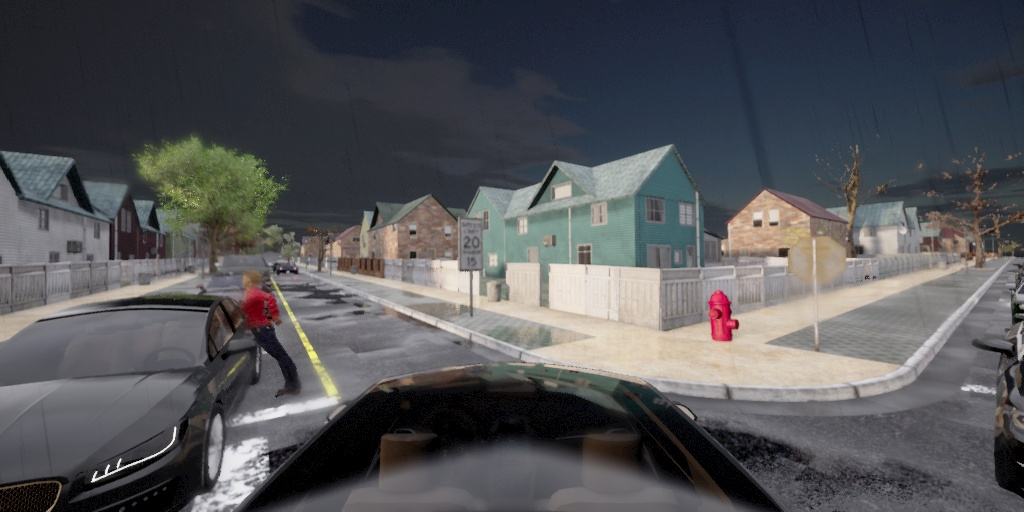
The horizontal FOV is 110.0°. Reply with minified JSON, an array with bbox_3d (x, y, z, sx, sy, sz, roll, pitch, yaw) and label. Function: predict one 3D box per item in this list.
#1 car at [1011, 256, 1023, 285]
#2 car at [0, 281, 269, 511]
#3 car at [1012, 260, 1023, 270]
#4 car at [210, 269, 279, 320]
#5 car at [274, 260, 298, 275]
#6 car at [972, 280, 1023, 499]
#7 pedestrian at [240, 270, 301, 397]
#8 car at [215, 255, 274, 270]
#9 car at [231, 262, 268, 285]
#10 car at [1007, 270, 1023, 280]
[{"bbox_3d":[30.031,0.756,20.188,4.902,1.511,2.128,-1,-1,-35],"label":"car"},{"bbox_3d":[-4.062,1.255,3.939,1.837,1.490,4.892,0,0,-29],"label":"car"},{"bbox_3d":[21.726,0.910,14.359,4.892,1.490,1.837,-1,-1,-35],"label":"car"},{"bbox_3d":[-8.973,1.306,11.694,1.994,1.385,4.181,0,0,-36],"label":"car"},{"bbox_3d":[-24.096,1.332,38.335,1.895,1.301,4.718,0,0,-35],"label":"car"},{"bbox_3d":[5.893,1.186,3.202,4.902,1.511,2.128,-1,0,-35],"label":"car"},{"bbox_3d":[-3.402,1.086,4.908,0.375,1.860,0.375,-16,7,-22],"label":"pedestrian"},{"bbox_3d":[-14.278,0.959,19.250,2.150,2.045,5.566,0,0,-35],"label":"car"},{"bbox_3d":[-20.071,1.226,27.509,2.128,1.511,4.902,0,0,-35],"label":"car"},{"bbox_3d":[13.481,1.153,8.552,4.718,1.301,1.895,-1,-1,-35],"label":"car"}]
